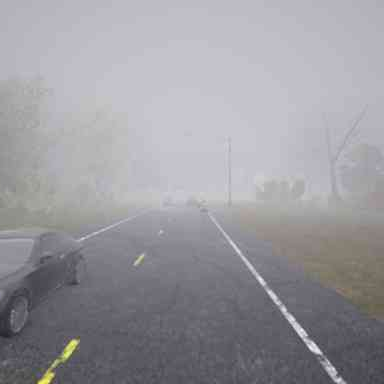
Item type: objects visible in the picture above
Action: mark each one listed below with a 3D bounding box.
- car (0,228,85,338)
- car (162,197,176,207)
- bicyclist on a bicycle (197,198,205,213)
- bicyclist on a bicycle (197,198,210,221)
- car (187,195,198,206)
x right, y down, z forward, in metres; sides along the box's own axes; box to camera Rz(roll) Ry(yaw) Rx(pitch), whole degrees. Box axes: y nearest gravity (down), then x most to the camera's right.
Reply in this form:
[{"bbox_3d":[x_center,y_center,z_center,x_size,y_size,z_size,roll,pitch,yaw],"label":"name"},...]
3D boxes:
[{"bbox_3d":[-3.599,1.525,6.746,1.812,1.442,4.674,0,0,0],"label":"car"},{"bbox_3d":[-3.560,1.485,51.518,1.837,1.490,4.892,0,0,0],"label":"car"},{"bbox_3d":[0.944,1.425,35.289,0.866,1.612,1.509,0,0,0],"label":"bicyclist on a bicycle"},{"bbox_3d":[0.983,1.429,25.866,0.866,1.612,1.509,0,0,0],"label":"bicyclist on a bicycle"},{"bbox_3d":[0.088,1.579,53.571,1.895,1.301,4.718,0,0,0],"label":"car"}]
